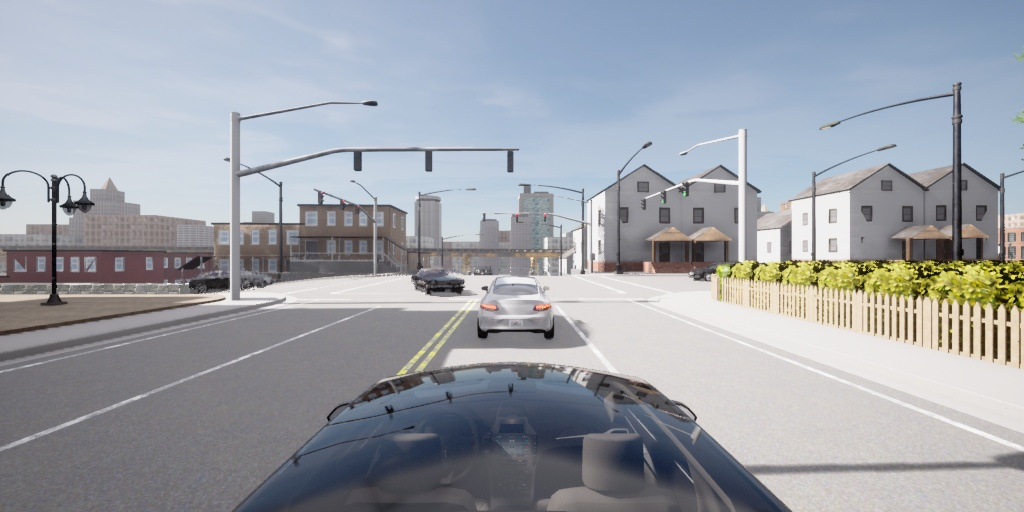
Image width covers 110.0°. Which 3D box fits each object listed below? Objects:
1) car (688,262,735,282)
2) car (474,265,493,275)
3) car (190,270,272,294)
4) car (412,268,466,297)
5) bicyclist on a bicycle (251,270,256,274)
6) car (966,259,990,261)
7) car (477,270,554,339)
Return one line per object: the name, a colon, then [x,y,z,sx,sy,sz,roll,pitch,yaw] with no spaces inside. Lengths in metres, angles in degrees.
car: [16.794,1.255,28.810,4.892,1.490,1.837,0,0,-1]
car: [-3.521,2.162,45.241,2.150,2.045,5.566,0,-9,0]
car: [-19.269,1.673,24.703,4.902,1.511,2.128,-4,0,-1]
car: [-4.035,1.340,19.352,1.895,1.301,4.718,0,0,-26]
bicyclist on a bicycle: [-25.569,2.214,35.577,0.582,1.620,1.656,-8,0,0]
car: [36.927,1.102,29.026,4.553,1.767,2.097,0,0,-1]
car: [0.101,1.276,10.000,1.812,1.442,4.674,0,0,0]
